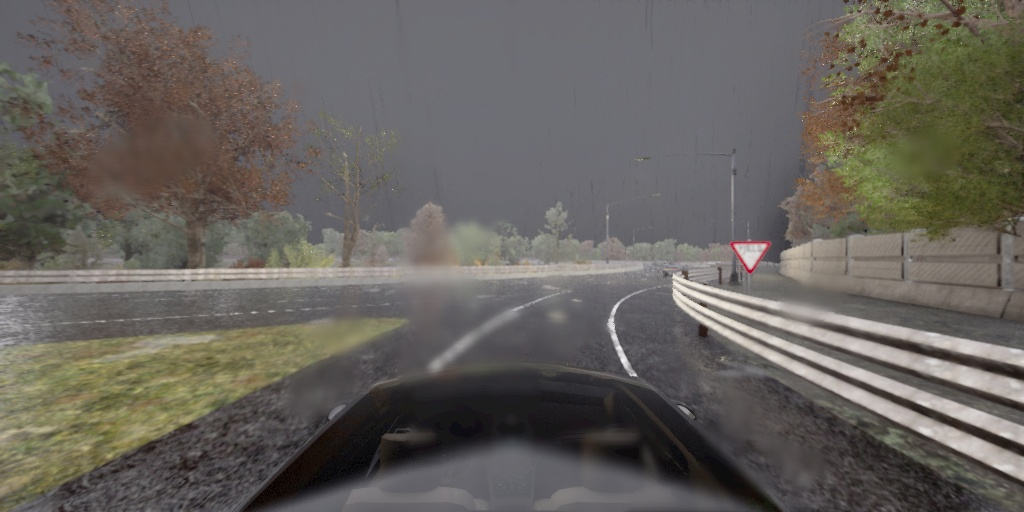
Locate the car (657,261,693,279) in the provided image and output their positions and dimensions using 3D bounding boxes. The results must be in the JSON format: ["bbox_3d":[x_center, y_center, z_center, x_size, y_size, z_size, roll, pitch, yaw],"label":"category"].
[{"bbox_3d":[17.261,1.552,37.207,2.128,1.511,4.902,0,0,42],"label":"car"}]
